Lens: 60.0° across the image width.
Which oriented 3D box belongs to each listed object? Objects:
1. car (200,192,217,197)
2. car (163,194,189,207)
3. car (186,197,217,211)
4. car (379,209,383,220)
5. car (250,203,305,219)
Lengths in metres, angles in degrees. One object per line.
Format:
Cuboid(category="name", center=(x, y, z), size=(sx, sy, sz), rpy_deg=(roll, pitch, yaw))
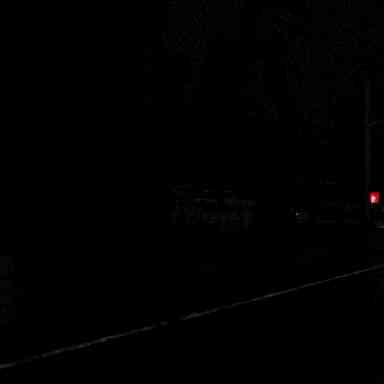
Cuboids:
Cuboid(category="car", center=(5.002, 1.113, 92.341), size=(1.932, 1.855, 4.605), rpy_deg=(0, 0, -37))
Cuboid(category="car", center=(-3.101, 1.507, 49.269), size=(2.128, 1.511, 4.902), rpy_deg=(0, 0, -38))
Cuboid(category="car", center=(1.402, 1.579, 37.263), size=(1.994, 1.385, 4.181), rpy_deg=(0, 0, -37))
Cuboid(category="car", center=(16.182, 1.367, 24.053), size=(4.553, 1.767, 2.097), rpy_deg=(0, 0, 40))
Cuboid(category="car", center=(7.460, 1.616, 29.243), size=(1.895, 1.301, 4.718), rpy_deg=(0, 0, -37))
